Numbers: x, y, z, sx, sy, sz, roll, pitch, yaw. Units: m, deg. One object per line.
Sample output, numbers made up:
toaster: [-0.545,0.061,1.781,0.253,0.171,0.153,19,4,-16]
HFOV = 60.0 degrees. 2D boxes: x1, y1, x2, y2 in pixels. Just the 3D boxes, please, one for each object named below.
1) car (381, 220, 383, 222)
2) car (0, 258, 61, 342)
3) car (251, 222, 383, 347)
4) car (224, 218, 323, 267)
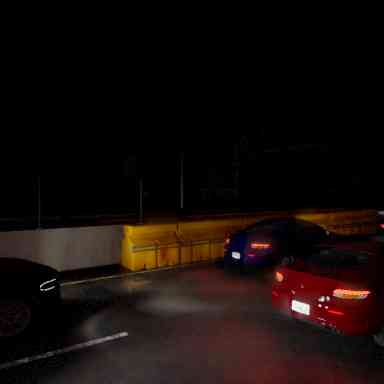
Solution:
car: [10.854,1.547,15.790,5.357,1.411,2.033,0,0,-36]
car: [-4.556,1.478,4.794,5.008,1.535,1.882,0,0,-35]
car: [3.454,1.526,6.221,4.674,1.442,1.812,0,0,-36]
car: [3.055,1.526,10.230,4.674,1.442,1.812,0,0,-35]
